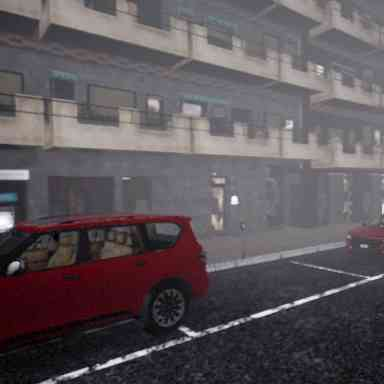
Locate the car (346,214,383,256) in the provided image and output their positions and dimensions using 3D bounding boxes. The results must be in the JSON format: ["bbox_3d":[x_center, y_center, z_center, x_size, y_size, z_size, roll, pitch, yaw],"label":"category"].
[{"bbox_3d":[7.218,1.430,11.731,4.507,1.381,1.887,-1,-1,-36],"label":"car"}]

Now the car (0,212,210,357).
[{"bbox_3d":[-2.006,1.304,5.149,5.009,1.841,2.192,-1,-1,-36],"label":"car"}]
